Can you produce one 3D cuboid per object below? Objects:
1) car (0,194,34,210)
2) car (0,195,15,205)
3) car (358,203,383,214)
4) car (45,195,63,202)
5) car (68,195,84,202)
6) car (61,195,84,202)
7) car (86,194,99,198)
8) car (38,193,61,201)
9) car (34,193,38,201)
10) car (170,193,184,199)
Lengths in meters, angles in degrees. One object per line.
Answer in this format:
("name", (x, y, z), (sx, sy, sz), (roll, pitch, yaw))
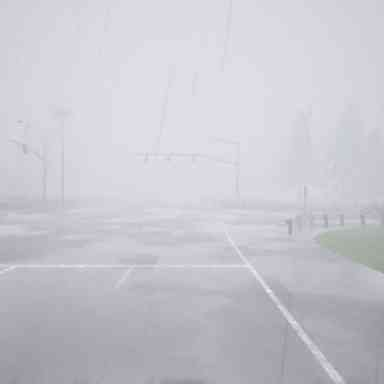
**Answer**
("car", (-21.169, 1.201, 39.411), (2.097, 1.767, 4.553), (0, 0, 0))
("car", (-31.660, 1.273, 54.899), (2.128, 1.511, 4.902), (0, 0, 0))
("car", (17.360, 1.386, 29.326), (4.902, 1.511, 2.128), (0, 0, 8))
("car", (-28.126, 1.277, 67.909), (1.994, 1.385, 4.181), (0, 0, 0))
("car", (-24.666, 1.306, 70.871), (1.895, 1.301, 4.718), (0, 0, 0))
("car", (-21.168, 1.287, 59.522), (1.812, 1.442, 4.674), (0, 0, 0))
("car", (-21.168, 1.212, 70.558), (1.837, 1.490, 4.892), (0, 0, 0))
("car", (-24.659, 1.312, 58.650), (2.033, 1.411, 5.357), (0, 0, 0))
("car", (-28.165, 1.130, 55.477), (2.097, 1.767, 4.553), (0, 0, 0))
("car", (-3.937, 0.959, 95.174), (2.097, 1.767, 4.553), (0, 0, -18))
